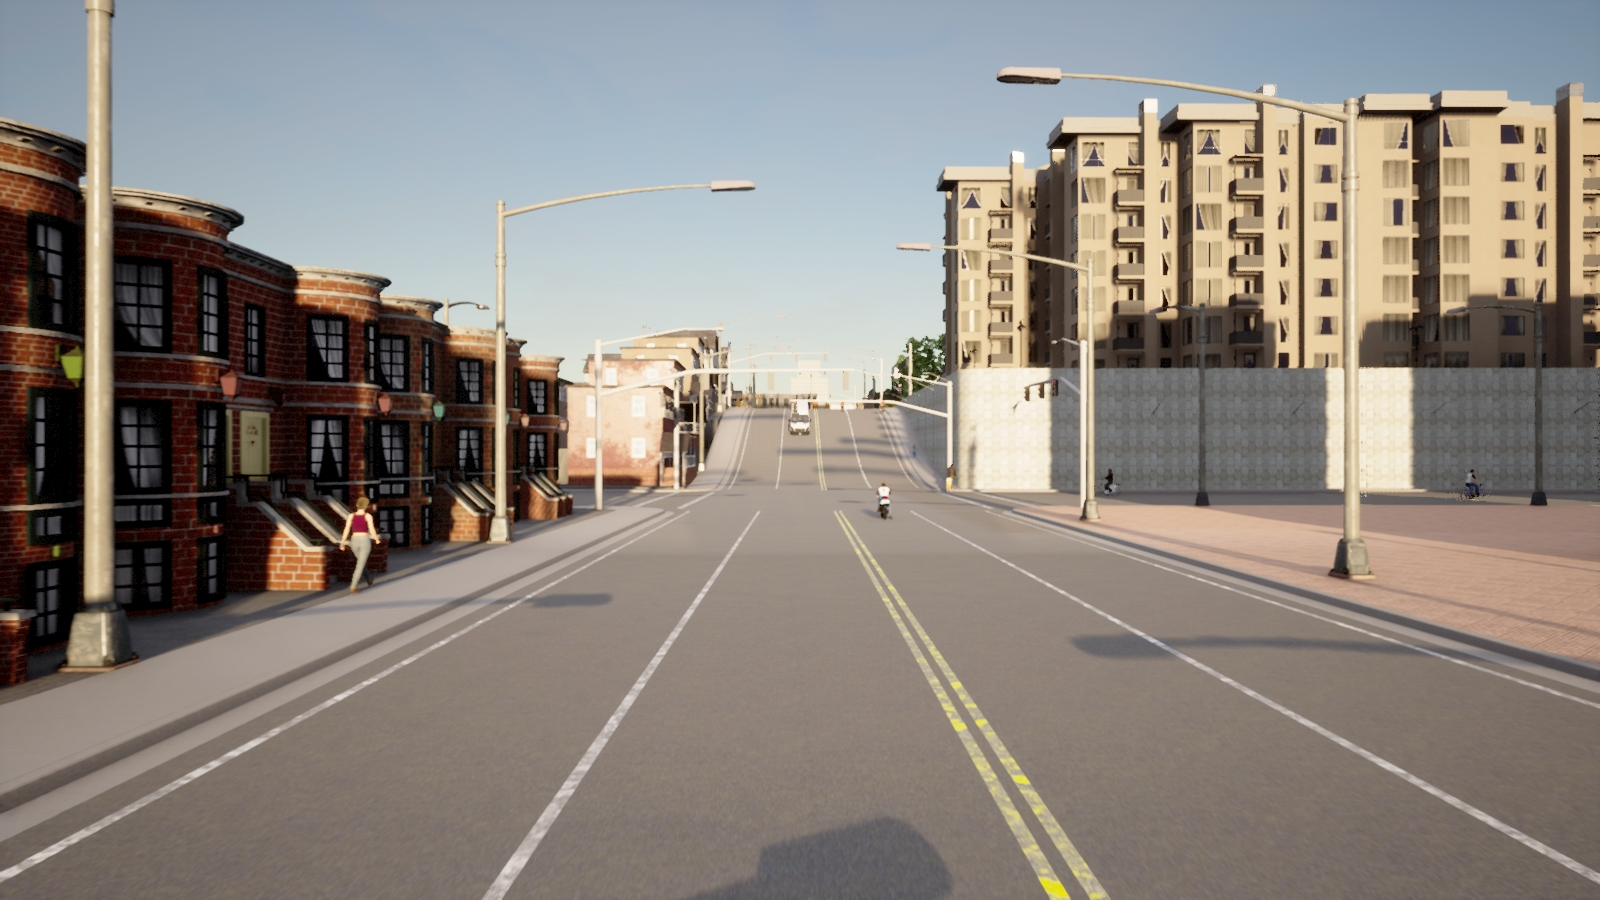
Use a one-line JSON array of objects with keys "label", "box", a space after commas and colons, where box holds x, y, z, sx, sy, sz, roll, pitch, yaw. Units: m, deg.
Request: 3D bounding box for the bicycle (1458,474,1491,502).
[{"label": "bicycle", "box": [38.101, 2.137, 64.536, 1.643, 1.521, 0.373, 0, 0, 0]}]

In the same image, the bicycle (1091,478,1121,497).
[{"label": "bicycle", "box": [19.161, 2.356, 71.575, 1.835, 1.126, 0.329, 0, 0, 0]}]

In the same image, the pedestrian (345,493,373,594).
[{"label": "pedestrian", "box": [-8.269, 1.752, 21.419, 0.375, 1.860, 0.375, 0, 0, 3]}]

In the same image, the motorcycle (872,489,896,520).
[{"label": "motorcycle", "box": [3.493, 2.264, 47.672, 0.803, 1.224, 2.033, 0, 0, -1]}]
